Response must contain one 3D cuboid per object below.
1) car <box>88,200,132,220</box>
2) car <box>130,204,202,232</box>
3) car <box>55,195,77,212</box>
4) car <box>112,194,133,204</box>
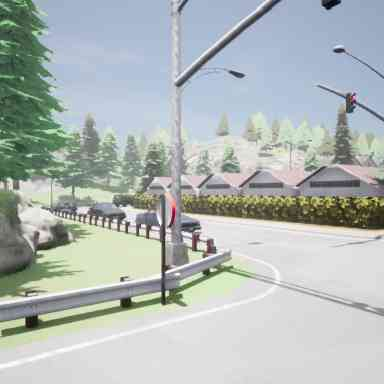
[{"bbox_3d":[-7.618,1.739,29.449,2.033,1.411,5.357,0,0,-35],"label":"car"},{"bbox_3d":[-1.674,1.739,20.972,2.033,1.411,5.357,0,0,-38],"label":"car"},{"bbox_3d":[-15.728,1.401,41.378,2.150,2.045,5.566,0,1,-23],"label":"car"},{"bbox_3d":[-10.393,1.398,54.114,2.150,2.045,5.566,0,0,37],"label":"car"}]
